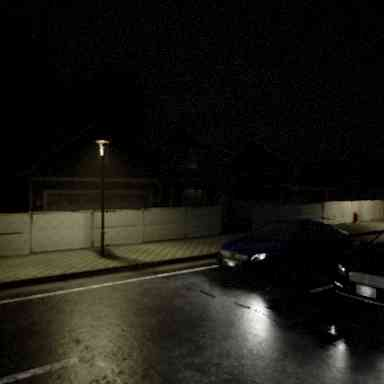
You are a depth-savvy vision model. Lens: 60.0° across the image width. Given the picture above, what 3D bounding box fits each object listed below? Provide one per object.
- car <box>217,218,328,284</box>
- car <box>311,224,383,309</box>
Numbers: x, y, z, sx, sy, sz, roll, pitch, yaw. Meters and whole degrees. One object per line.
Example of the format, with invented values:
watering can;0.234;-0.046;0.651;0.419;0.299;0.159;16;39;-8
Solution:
car;2.880;1.524;9.735;4.674;1.442;1.812;0;0;-36
car;5.076;1.489;7.309;4.902;1.511;2.128;0;0;-36
